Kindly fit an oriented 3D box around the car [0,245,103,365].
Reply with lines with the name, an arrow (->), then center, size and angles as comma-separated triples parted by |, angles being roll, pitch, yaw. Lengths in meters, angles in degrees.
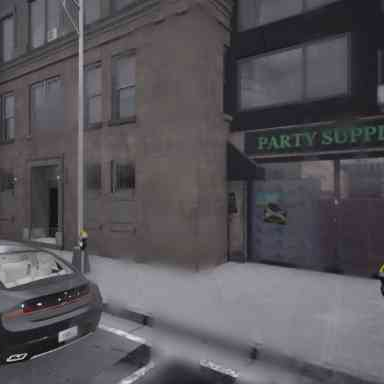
car -> -3.335, 1.550, 5.457 | 4.403, 1.369, 2.008 | 0, 0, 36
